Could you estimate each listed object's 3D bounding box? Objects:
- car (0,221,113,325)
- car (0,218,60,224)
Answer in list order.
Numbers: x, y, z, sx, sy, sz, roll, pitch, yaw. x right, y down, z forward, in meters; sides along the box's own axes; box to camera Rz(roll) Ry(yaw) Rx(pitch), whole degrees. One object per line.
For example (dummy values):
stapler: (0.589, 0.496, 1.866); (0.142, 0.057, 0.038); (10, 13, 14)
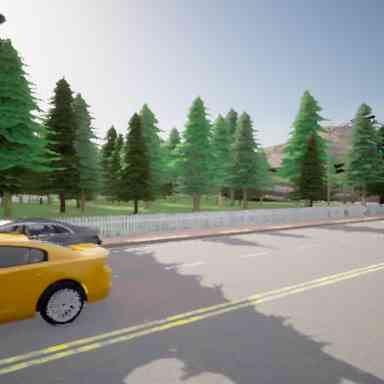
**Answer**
car: (-3.864, 1.477, 5.526); (5.008, 1.535, 1.882); (0, 0, -35)
car: (-4.908, 1.491, 9.079); (4.902, 1.511, 2.128); (0, 0, -35)
